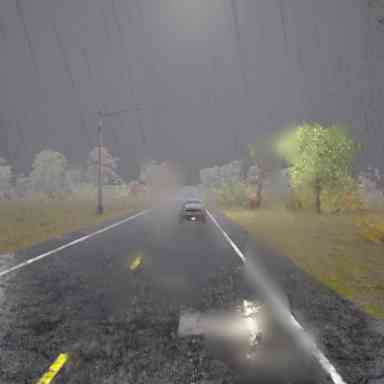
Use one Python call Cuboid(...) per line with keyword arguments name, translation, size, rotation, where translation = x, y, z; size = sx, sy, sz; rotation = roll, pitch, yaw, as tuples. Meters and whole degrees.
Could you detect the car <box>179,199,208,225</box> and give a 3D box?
Cuboid(name="car", translation=(0.096, 1.499, 24.215), size=(1.837, 1.490, 4.892), rotation=(0, 0, 0))
